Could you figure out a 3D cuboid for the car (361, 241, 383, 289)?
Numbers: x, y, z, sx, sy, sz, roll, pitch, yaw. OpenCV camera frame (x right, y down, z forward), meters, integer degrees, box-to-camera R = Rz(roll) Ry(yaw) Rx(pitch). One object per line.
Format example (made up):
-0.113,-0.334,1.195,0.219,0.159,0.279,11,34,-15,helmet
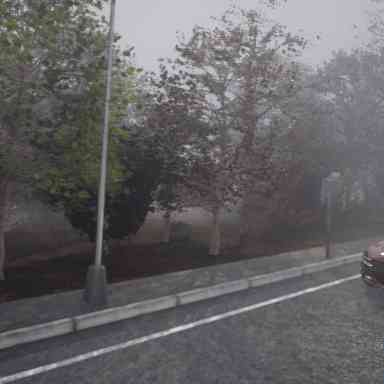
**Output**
6.000,1.403,7.963,5.008,1.535,1.882,-1,0,-35,car
